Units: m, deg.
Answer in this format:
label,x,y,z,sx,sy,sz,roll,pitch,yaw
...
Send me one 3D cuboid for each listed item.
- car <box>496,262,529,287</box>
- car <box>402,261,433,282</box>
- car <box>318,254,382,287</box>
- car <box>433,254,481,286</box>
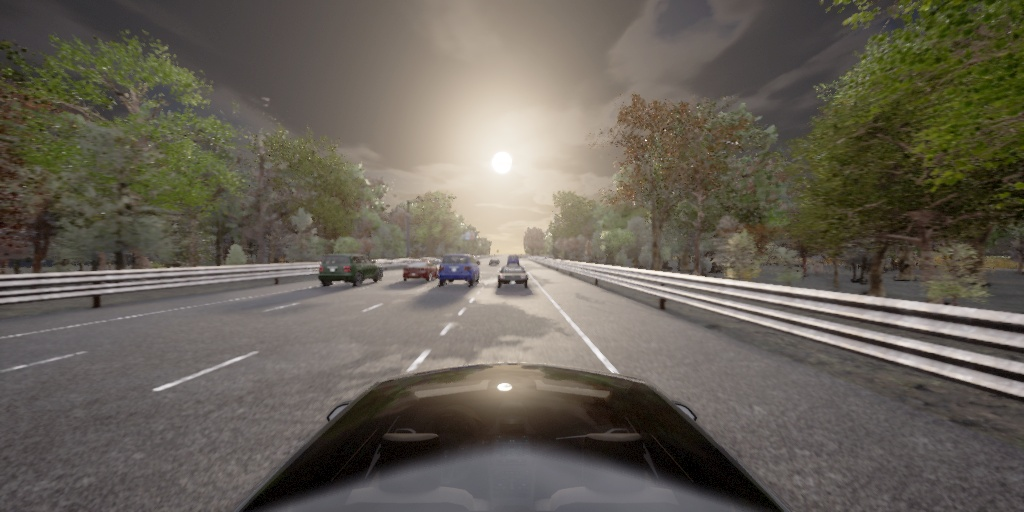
label,x,y,z,sx,sy,sz,roll,pitch,yaw
car,0.061,1.256,23.155,1.895,1.301,4.718,0,0,0
car,-6.919,1.113,27.666,1.882,1.535,5.008,0,1,0
car,-10.436,0.878,23.546,2.150,2.045,5.566,0,1,0
car,-3.434,0.875,24.019,2.150,2.045,5.566,0,1,0
